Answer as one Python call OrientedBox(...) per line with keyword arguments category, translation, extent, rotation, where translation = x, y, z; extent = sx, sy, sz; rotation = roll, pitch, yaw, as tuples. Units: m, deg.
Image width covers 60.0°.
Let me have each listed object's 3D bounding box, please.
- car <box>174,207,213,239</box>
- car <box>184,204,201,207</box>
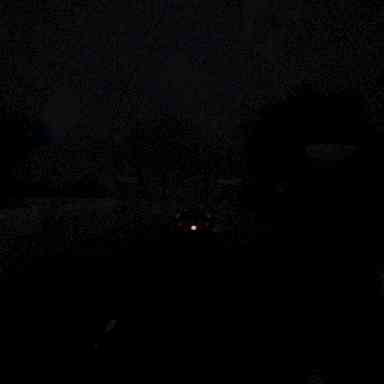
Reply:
OrientedBox(category="car", translation=(0.074, 1.720, 18.166), extent=(1.994, 1.385, 4.181), rotation=(0, -1, 0))
OrientedBox(category="car", translation=(0.048, 1.910, 34.114), extent=(1.994, 1.385, 4.181), rotation=(0, -1, 0))
